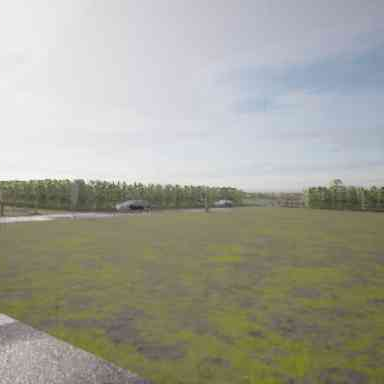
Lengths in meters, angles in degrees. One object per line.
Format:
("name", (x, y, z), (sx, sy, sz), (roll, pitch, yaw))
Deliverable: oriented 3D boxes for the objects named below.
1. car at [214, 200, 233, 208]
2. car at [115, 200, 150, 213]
("car", (5.694, 2.121, 59.115), (1.812, 1.442, 4.674), (0, -1, 36))
("car", (-7.277, 1.736, 41.051), (2.128, 1.511, 4.902), (0, -1, 36))
